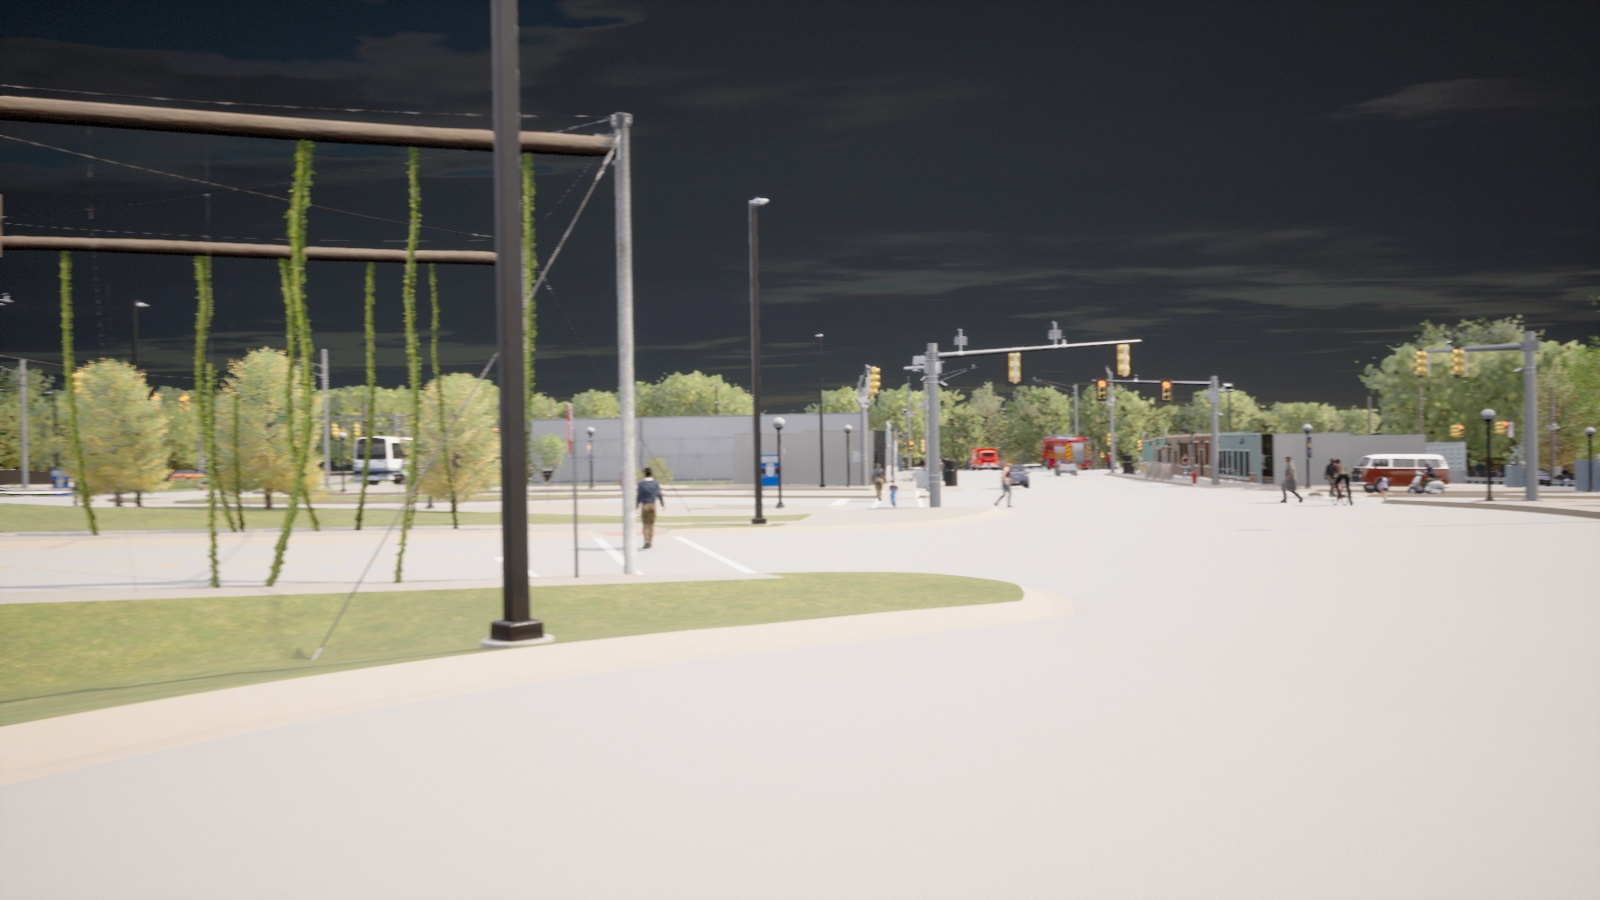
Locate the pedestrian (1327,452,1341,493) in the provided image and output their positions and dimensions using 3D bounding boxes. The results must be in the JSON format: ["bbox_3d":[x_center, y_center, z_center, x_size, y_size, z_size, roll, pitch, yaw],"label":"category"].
[{"bbox_3d":[24.040,1.011,56.509,0.370,1.835,0.726,-2,0,7],"label":"pedestrian"}]

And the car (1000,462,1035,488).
[{"bbox_3d":[13.567,1.559,78.563,1.845,1.501,3.633,-2,0,6],"label":"car"}]

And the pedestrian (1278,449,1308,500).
[{"bbox_3d":[18.894,0.934,48.155,0.873,1.952,0.659,-2,0,2],"label":"pedestrian"}]

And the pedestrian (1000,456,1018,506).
[{"bbox_3d":[7.832,1.167,47.006,0.594,1.836,0.345,-2,0,4],"label":"pedestrian"}]

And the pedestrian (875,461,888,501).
[{"bbox_3d":[3.858,1.459,59.599,0.540,1.848,0.694,-2,0,5],"label":"pedestrian"}]

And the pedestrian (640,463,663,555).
[{"bbox_3d":[-3.244,1.264,27.385,0.423,1.949,0.788,-2,0,-9],"label":"pedestrian"}]

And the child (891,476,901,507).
[{"bbox_3d":[3.910,1.697,51.169,0.270,1.263,0.437,-1,0,17],"label":"child"}]

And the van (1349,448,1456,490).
[{"bbox_3d":[30.589,0.970,63.844,4.480,2.038,2.069,0,-1,4],"label":"van"}]

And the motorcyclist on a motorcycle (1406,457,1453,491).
[{"bbox_3d":[30.069,1.150,60.038,1.817,1.590,0.866,0,0,0],"label":"motorcyclist on a motorcycle"}]
